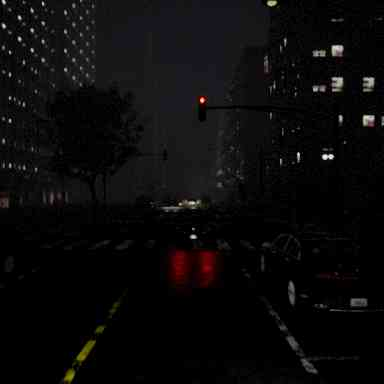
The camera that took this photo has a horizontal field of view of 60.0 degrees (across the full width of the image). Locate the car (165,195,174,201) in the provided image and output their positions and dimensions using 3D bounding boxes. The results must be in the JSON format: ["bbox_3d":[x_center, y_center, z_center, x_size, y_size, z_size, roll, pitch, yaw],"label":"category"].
[{"bbox_3d":[-5.650,1.549,84.120,2.008,1.369,4.403,0,0,0],"label":"car"}]

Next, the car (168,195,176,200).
[{"bbox_3d":[-5.644,1.560,95.165,2.008,1.369,4.403,0,0,0],"label":"car"}]

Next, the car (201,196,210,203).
[{"bbox_3d":[2.723,1.511,67.716,1.752,1.417,4.829,0,0,0],"label":"car"}]

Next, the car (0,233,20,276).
[{"bbox_3d":[-5.688,1.538,7.548,1.887,1.381,4.507,0,0,0],"label":"car"}]

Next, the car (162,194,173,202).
[{"bbox_3d":[-5.653,1.308,78.596,2.192,1.841,5.009,0,0,0],"label":"car"}]

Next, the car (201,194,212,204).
[{"bbox_3d":[2.720,1.549,62.023,1.947,1.339,4.313,0,0,0],"label":"car"}]

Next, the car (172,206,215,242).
[{"bbox_3d":[0.078,1.588,16.223,1.895,1.301,4.718,0,0,0],"label":"car"}]

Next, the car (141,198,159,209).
[{"bbox_3d":[-5.669,1.547,45.459,1.947,1.339,4.313,0,0,0],"label":"car"}]

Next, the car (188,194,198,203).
[{"bbox_3d":[0.034,1.575,69.701,1.895,1.301,4.718,0,0,0],"label":"car"}]

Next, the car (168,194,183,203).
[{"bbox_3d":[-2.992,1.337,66.373,2.097,1.767,4.553,0,0,1],"label":"car"}]

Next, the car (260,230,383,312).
[{"bbox_3d":[2.692,1.544,7.544,2.008,1.369,4.403,0,0,0],"label":"car"}]

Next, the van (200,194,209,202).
[{"bbox_3d":[2.725,1.330,73.069,1.690,1.788,3.998,0,0,0],"label":"van"}]

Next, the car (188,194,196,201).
[{"bbox_3d":[0.040,1.322,79.677,1.882,1.535,5.008,0,0,0],"label":"car"}]

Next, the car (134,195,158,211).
[{"bbox_3d":[-5.672,1.296,39.936,2.192,1.841,5.009,0,0,0],"label":"car"}]

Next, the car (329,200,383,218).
[{"bbox_3d":[13.439,1.324,26.944,4.403,1.369,2.008,-1,1,-1],"label":"car"}]

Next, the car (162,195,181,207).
[{"bbox_3d":[-3.062,1.545,50.462,1.994,1.385,4.181,0,0,0],"label":"car"}]
